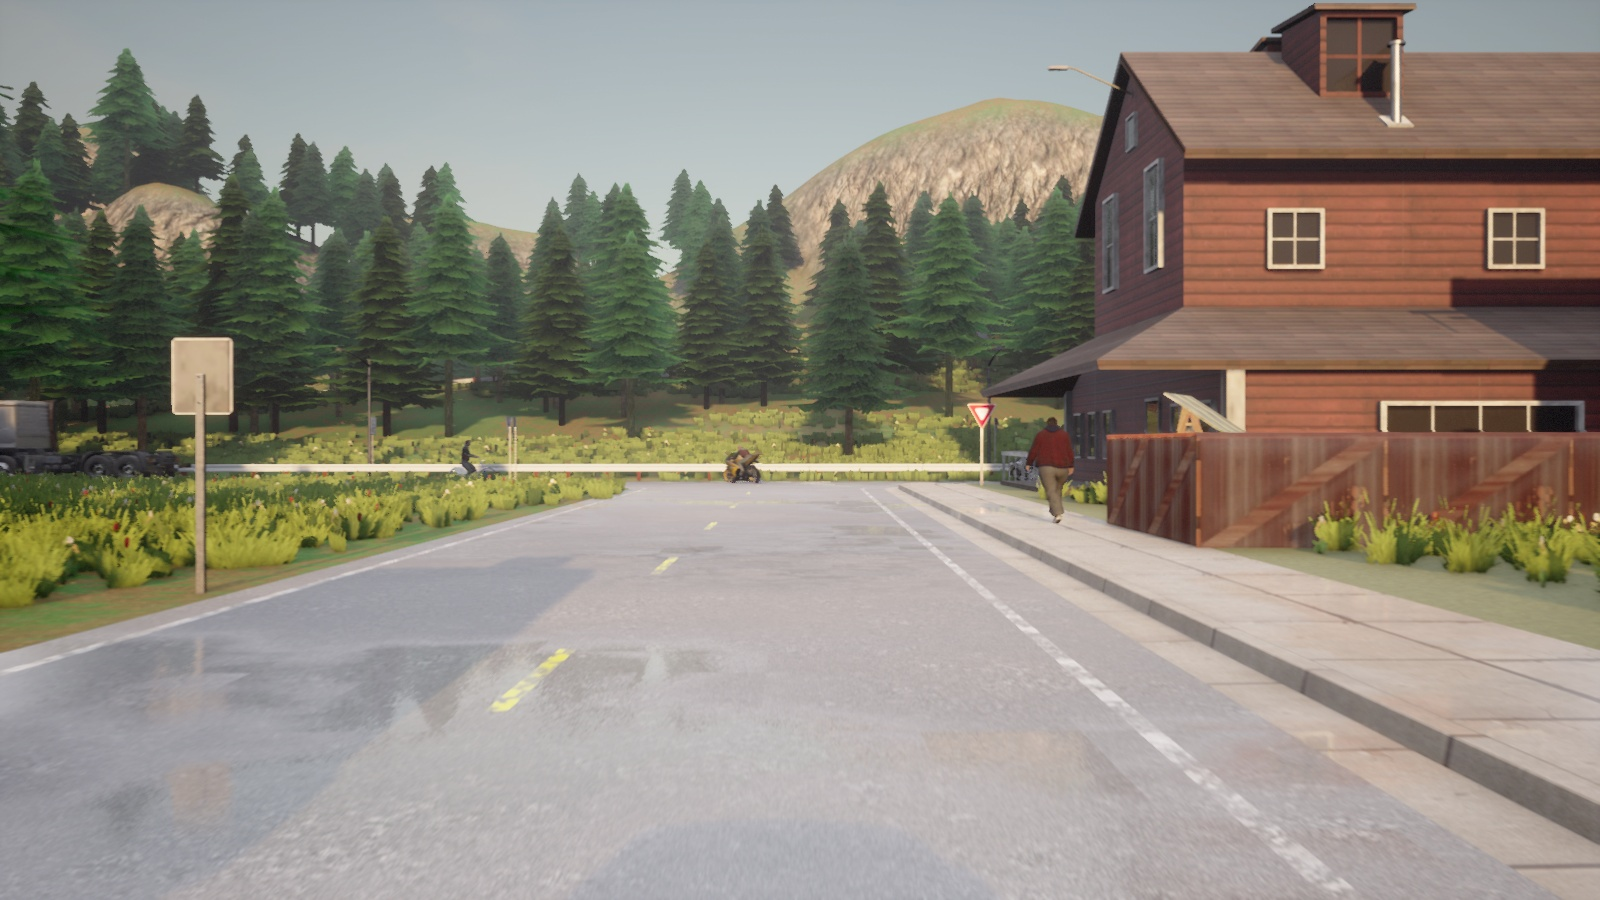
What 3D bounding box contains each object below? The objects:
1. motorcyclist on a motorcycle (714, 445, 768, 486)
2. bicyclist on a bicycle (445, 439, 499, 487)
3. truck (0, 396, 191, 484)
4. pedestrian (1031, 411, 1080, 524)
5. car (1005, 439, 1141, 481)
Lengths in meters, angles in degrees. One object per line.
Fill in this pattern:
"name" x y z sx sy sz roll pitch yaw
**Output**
"motorcyclist on a motorcycle" -2.290 0.595 48.586 0.866 1.530 2.191 -2 1 -41
"bicyclist on a bicycle" -12.340 0.480 47.302 1.843 1.776 0.659 0 0 1
"truck" -29.341 -0.406 50.877 7.936 3.462 2.891 0 0 0
"pedestrian" 4.242 0.287 20.924 0.634 1.844 0.899 0 0 0
"car" 10.960 0.388 50.707 5.027 1.651 2.152 0 0 0
